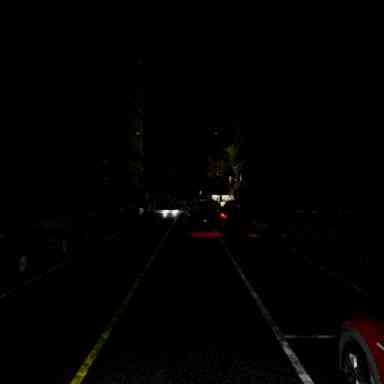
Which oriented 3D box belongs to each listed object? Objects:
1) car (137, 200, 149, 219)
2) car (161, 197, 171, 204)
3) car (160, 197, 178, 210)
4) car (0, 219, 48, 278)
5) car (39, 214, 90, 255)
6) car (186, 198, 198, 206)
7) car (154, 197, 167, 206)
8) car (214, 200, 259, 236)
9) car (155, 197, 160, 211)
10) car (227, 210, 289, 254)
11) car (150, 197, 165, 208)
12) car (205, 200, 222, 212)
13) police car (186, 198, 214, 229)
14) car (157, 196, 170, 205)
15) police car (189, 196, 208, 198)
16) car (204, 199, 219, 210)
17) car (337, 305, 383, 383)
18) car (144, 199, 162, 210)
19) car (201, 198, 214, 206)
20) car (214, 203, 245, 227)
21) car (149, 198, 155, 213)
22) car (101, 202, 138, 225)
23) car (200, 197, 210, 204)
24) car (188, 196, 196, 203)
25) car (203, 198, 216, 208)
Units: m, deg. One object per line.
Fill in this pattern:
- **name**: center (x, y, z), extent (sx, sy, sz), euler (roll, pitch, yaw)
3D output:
- **car**: center (-5.382, 1.630, 29.842), extent (2.008, 1.369, 4.403), euler (0, 0, 0)
- **car**: center (-5.375, 1.782, 68.473), extent (1.802, 1.307, 4.206), euler (0, 0, 0)
- **car**: center (-2.829, 1.682, 43.848), extent (1.994, 1.385, 4.181), euler (0, 0, 0)
- **car**: center (-5.386, 1.572, 7.767), extent (2.008, 1.369, 4.403), euler (0, 0, 0)
- **car**: center (-5.385, 1.587, 13.285), extent (2.008, 1.369, 4.403), euler (0, 0, 0)
- **car**: center (0.011, 1.767, 58.898), extent (1.895, 1.301, 4.718), euler (0, 0, 0)
- **car**: center (-5.377, 1.687, 57.265), extent (1.752, 1.417, 4.829), euler (0, 0, 0)
- **car**: center (2.641, 1.365, 18.810), extent (2.192, 1.841, 5.009), euler (0, 0, 0)
- **car**: center (-5.380, 1.675, 40.880), extent (1.947, 1.339, 4.313), euler (0, 0, 0)
- **car**: center (2.640, 1.617, 13.291), extent (1.802, 1.307, 4.206), euler (0, 0, 0)
- **car**: center (-5.378, 1.583, 51.917), extent (1.967, 1.590, 4.097), euler (0, 0, 0)
- **car**: center (2.645, 1.691, 40.882), extent (1.802, 1.307, 4.206), euler (0, 0, 0)
- **police car**: center (0.681, 1.484, 22.251), extent (1.930, 1.638, 5.238), euler (0, 0, -3)
- **car**: center (-5.376, 1.621, 62.955), extent (1.967, 1.590, 4.097), euler (0, 0, 0)
- **police car**: center (0.831, 1.511, 32.287), extent (1.930, 1.638, 5.238), euler (0, 0, 0)
- **car**: center (2.646, 1.707, 46.400), extent (1.802, 1.307, 4.206), euler (0, 0, 0)
- **car**: center (2.638, 1.446, 2.254), extent (1.967, 1.590, 4.097), euler (0, 0, 0)
- **car**: center (-5.379, 1.676, 46.398), extent (2.008, 1.369, 4.403), euler (0, 0, 0)
- **car**: center (2.648, 1.706, 57.437), extent (1.887, 1.381, 4.507), euler (0, 0, 0)
- **car**: center (2.638, 1.590, 24.496), extent (1.752, 1.417, 4.829), euler (0, 0, 0)
- **car**: center (-5.381, 1.639, 35.361), extent (1.887, 1.381, 4.507), euler (0, 0, 0)
- **car**: center (-5.383, 1.647, 24.323), extent (1.802, 1.307, 4.206), euler (0, 0, 0)
- **car**: center (2.650, 1.765, 68.473), extent (1.947, 1.339, 4.313), euler (0, 0, 0)
- **car**: center (0.014, 1.580, 73.547), extent (1.812, 1.442, 4.674), euler (0, 0, 0)
- **car**: center (2.647, 1.669, 52.089), extent (1.752, 1.417, 4.829), euler (0, 0, 0)
